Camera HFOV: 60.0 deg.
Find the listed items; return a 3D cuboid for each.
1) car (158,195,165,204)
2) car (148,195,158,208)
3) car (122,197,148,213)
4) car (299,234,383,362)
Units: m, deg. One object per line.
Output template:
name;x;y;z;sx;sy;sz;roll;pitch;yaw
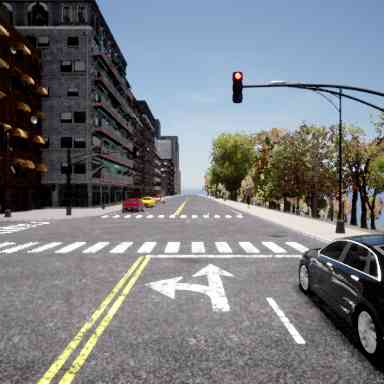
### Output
car;-6.490;1.373;65.419;2.097;1.767;4.553;0;0;1
car;-6.557;1.487;48.920;1.882;1.535;5.008;0;0;0
car;-6.570;1.482;37.374;1.882;1.535;5.008;0;0;0
car;3.318;1.504;5.842;1.837;1.490;4.892;0;0;2
